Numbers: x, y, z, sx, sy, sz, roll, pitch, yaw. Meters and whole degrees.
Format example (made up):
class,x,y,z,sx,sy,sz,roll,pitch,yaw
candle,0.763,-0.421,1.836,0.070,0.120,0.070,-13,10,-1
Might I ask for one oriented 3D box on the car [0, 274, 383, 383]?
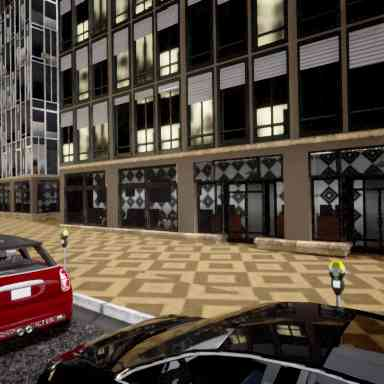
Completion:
class,x,y,z,sx,sy,sz,roll,pitch,yaw
car,0.642,1.566,2.454,4.313,1.339,1.947,0,-1,36

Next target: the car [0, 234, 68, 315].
class,x,y,z,sx,sy,sz,roll,pitch,yaw
car,-3.933,1.441,5.833,4.097,1.590,1.967,0,-1,37
